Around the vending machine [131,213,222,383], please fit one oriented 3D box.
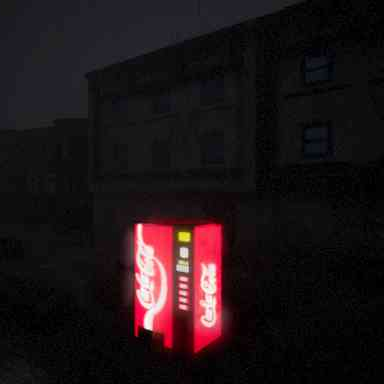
[{"bbox_3d":[-0.204,1.415,4.998,0.880,2.100,1.100,0,0,36],"label":"vending machine"}]
